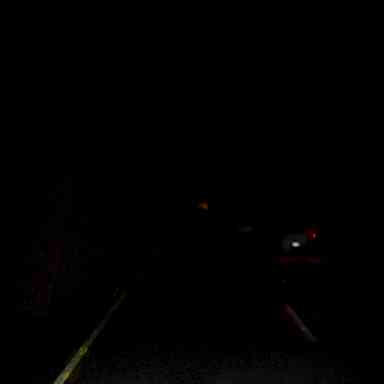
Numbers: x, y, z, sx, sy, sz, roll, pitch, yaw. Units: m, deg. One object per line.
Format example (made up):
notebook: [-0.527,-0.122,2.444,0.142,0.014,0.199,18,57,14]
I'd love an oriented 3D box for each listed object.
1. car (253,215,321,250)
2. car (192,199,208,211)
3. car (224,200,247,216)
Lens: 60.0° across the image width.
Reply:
car: [3.905,1.648,14.551,1.895,1.301,4.718,0,0,1]
car: [1.020,1.580,42.115,1.882,1.535,5.008,0,0,1]
car: [4.322,1.570,33.264,1.882,1.535,5.008,0,0,1]
